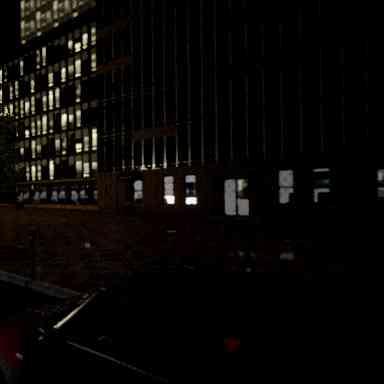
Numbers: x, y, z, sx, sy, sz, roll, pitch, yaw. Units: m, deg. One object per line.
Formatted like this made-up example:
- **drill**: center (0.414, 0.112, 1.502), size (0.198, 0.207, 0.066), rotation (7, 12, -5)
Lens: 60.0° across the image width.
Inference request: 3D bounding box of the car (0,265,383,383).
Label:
- **car**: center (-0.278, 1.439, 3.087), size (4.097, 1.590, 1.967), rotation (0, -1, 35)
